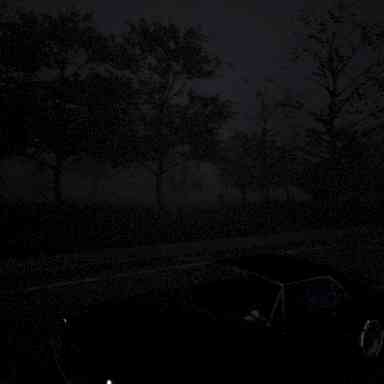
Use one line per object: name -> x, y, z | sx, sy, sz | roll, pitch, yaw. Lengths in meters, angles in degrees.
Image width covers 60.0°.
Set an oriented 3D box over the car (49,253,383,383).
car -> 0.746, 1.596, 4.367 | 4.718, 1.301, 1.895 | 0, 0, -34
